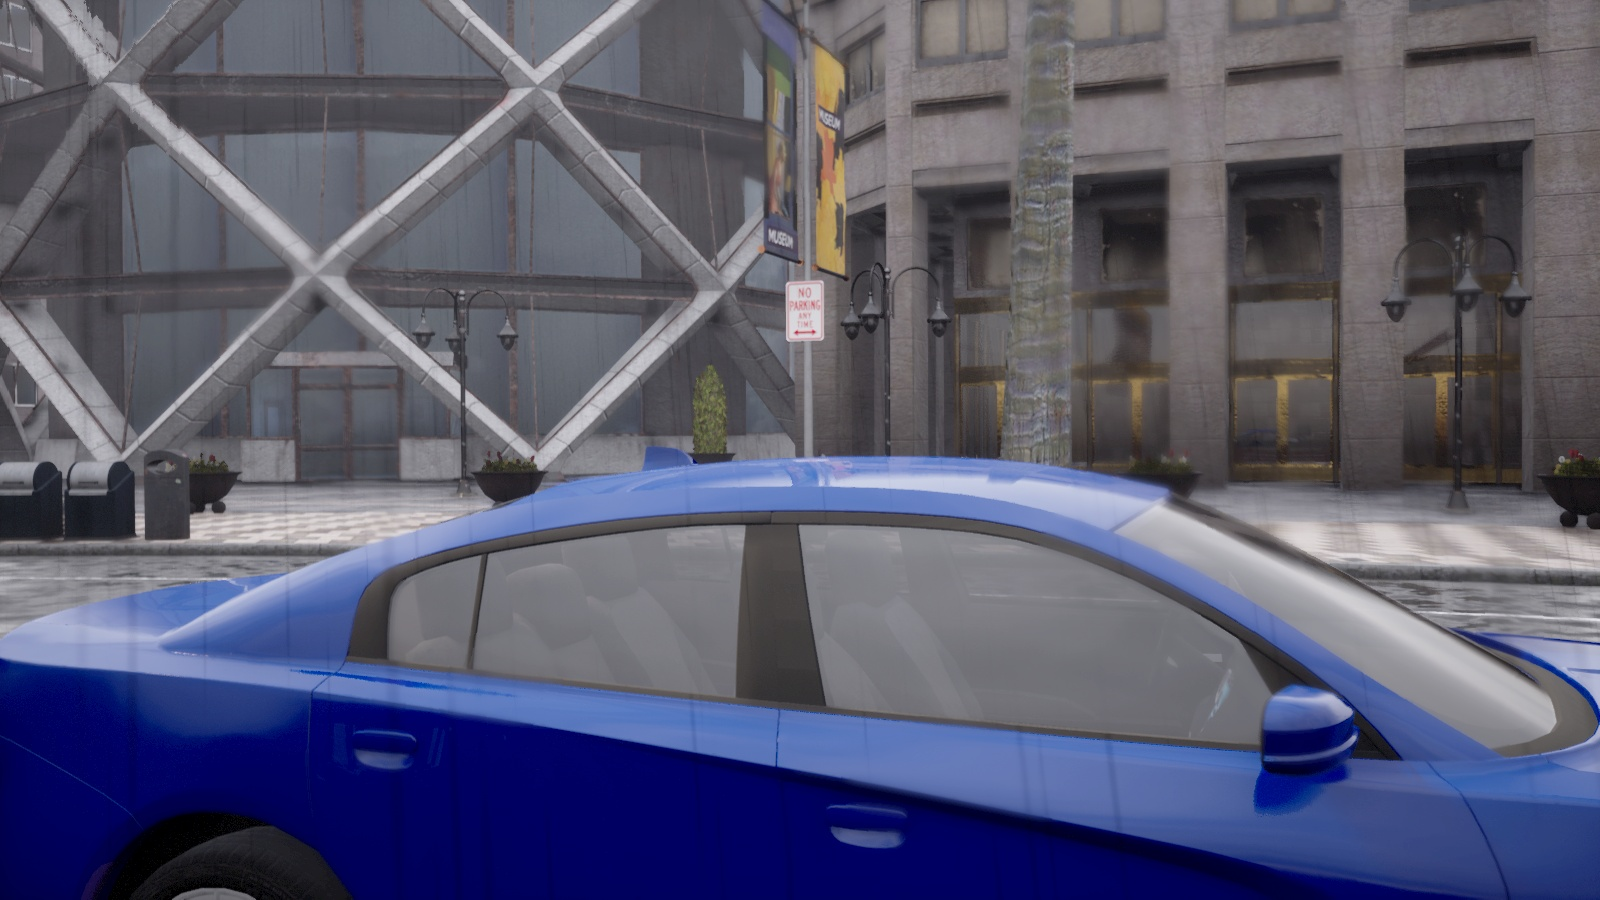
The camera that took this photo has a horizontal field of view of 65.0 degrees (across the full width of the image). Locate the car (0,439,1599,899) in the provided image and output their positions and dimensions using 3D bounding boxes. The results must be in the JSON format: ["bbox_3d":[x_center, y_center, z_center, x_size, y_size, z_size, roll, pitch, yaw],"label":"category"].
[{"bbox_3d":[0.436,0.758,3.089,5.008,1.535,1.882,0,1,17],"label":"car"}]
